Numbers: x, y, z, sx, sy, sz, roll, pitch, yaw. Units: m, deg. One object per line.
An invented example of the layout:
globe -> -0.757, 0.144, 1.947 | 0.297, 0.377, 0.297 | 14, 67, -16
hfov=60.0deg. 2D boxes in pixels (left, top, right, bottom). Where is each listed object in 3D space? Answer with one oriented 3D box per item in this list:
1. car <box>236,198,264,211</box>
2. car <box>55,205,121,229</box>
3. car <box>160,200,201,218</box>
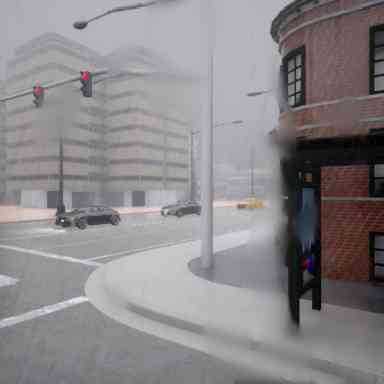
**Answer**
car -> 7.261, 1.478, 41.385 | 1.882, 1.535, 5.008 | 0, 0, 36
car -> -6.677, 1.564, 21.721 | 1.994, 1.385, 4.181 | 0, 0, 35
car -> -0.819, 1.491, 29.997 | 2.128, 1.511, 4.902 | 0, 0, 35
